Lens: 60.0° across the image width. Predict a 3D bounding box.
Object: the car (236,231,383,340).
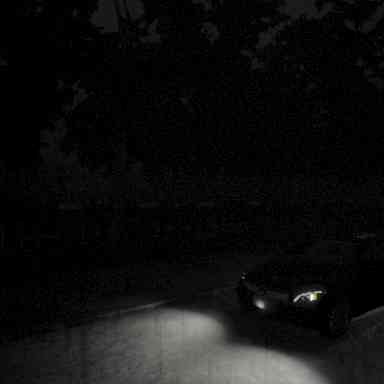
[{"bbox_3d":[3.008,1.564,6.752,4.674,1.442,1.812,1,0,-36],"label":"car"}]
